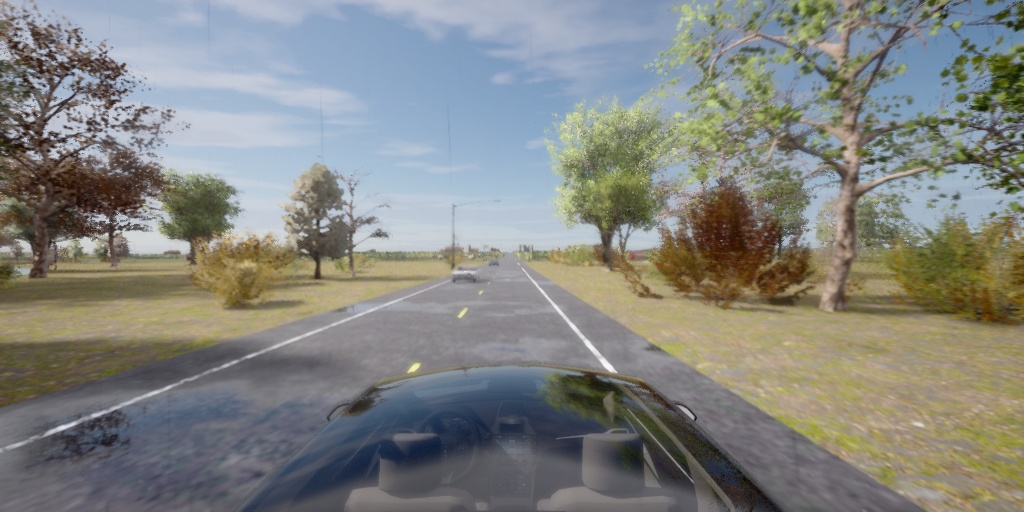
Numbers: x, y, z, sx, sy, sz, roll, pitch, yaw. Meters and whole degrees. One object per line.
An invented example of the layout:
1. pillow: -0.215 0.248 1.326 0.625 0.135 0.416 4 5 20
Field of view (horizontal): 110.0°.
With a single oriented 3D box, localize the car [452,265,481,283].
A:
1. car: -3.592 1.423 28.653 1.895 1.301 4.718 0 0 0
